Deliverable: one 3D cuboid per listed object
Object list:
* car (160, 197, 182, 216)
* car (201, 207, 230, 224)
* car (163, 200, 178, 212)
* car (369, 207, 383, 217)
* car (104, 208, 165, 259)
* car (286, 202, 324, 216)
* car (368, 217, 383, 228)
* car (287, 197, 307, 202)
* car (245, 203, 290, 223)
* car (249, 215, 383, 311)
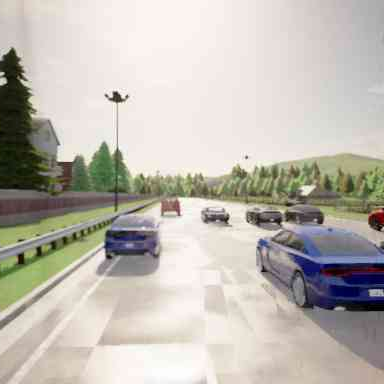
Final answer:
[{"bbox_3d":[-2.387,1.578,37.507,2.150,2.045,5.566,0,0,-3],"label":"car"},{"bbox_3d":[1.791,1.873,27.307,1.895,1.301,4.718,0,-1,-4],"label":"car"},{"bbox_3d":[-3.091,1.945,48.116,2.128,1.511,4.902,0,-1,-3],"label":"car"},{"bbox_3d":[12.794,1.469,19.519,2.150,2.045,5.566,0,0,-4],"label":"car"},{"bbox_3d":[-2.169,1.598,13.186,1.882,1.535,5.008,0,-1,-4],"label":"car"},{"bbox_3d":[8.844,1.801,26.658,1.837,1.490,4.892,0,-1,-4],"label":"car"},{"bbox_3d":[6.498,1.598,7.922,2.128,1.511,4.902,0,0,-4],"label":"car"},{"bbox_3d":[19.086,1.881,60.697,3.866,1.878,1.905,0,-1,-4],"label":"car"},{"bbox_3d":[5.410,1.762,25.507,2.128,1.511,4.902,0,-1,-4],"label":"car"},{"bbox_3d":[2.979,1.570,8.114,1.882,1.535,5.008,0,0,-4],"label":"car"}]
